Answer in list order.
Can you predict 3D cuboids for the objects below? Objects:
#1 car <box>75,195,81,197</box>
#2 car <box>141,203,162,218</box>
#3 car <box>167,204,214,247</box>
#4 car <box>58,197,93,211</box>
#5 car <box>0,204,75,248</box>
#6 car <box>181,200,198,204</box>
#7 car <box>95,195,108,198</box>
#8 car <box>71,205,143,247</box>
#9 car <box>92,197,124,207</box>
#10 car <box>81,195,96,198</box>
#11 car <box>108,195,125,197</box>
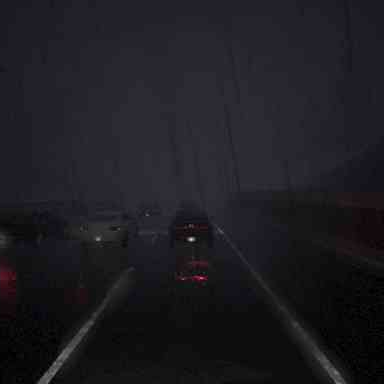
[{"bbox_3d":[-26.314,1.457,78.063,1.882,1.535,5.008,0,0,14],"label":"car"},{"bbox_3d":[-3.744,1.614,29.834,1.895,1.301,4.718,0,0,-1],"label":"car"},{"bbox_3d":[-0.054,1.514,14.849,1.837,1.490,4.892,0,0,-1],"label":"car"},{"bbox_3d":[-10.743,1.492,29.715,2.128,1.511,4.902,0,0,-1],"label":"car"},{"bbox_3d":[-7.054,1.513,14.760,1.837,1.490,4.892,0,0,-1],"label":"car"},{"bbox_3d":[-0.244,1.482,29.848,1.882,1.535,5.008,0,0,-1],"label":"car"},{"bbox_3d":[-19.587,1.506,76.128,1.812,1.442,4.674,0,0,14],"label":"car"},{"bbox_3d":[-3.554,1.530,14.805,1.812,1.442,4.674,0,0,-1],"label":"car"},{"bbox_3d":[-7.244,1.492,29.759,2.128,1.511,4.902,0,0,-1],"label":"car"},{"bbox_3d":[-22.951,1.480,77.095,1.837,1.490,4.892,0,0,14],"label":"car"},{"bbox_3d":[-16.223,1.523,75.161,2.033,1.411,5.357,0,0,14],"label":"car"}]
